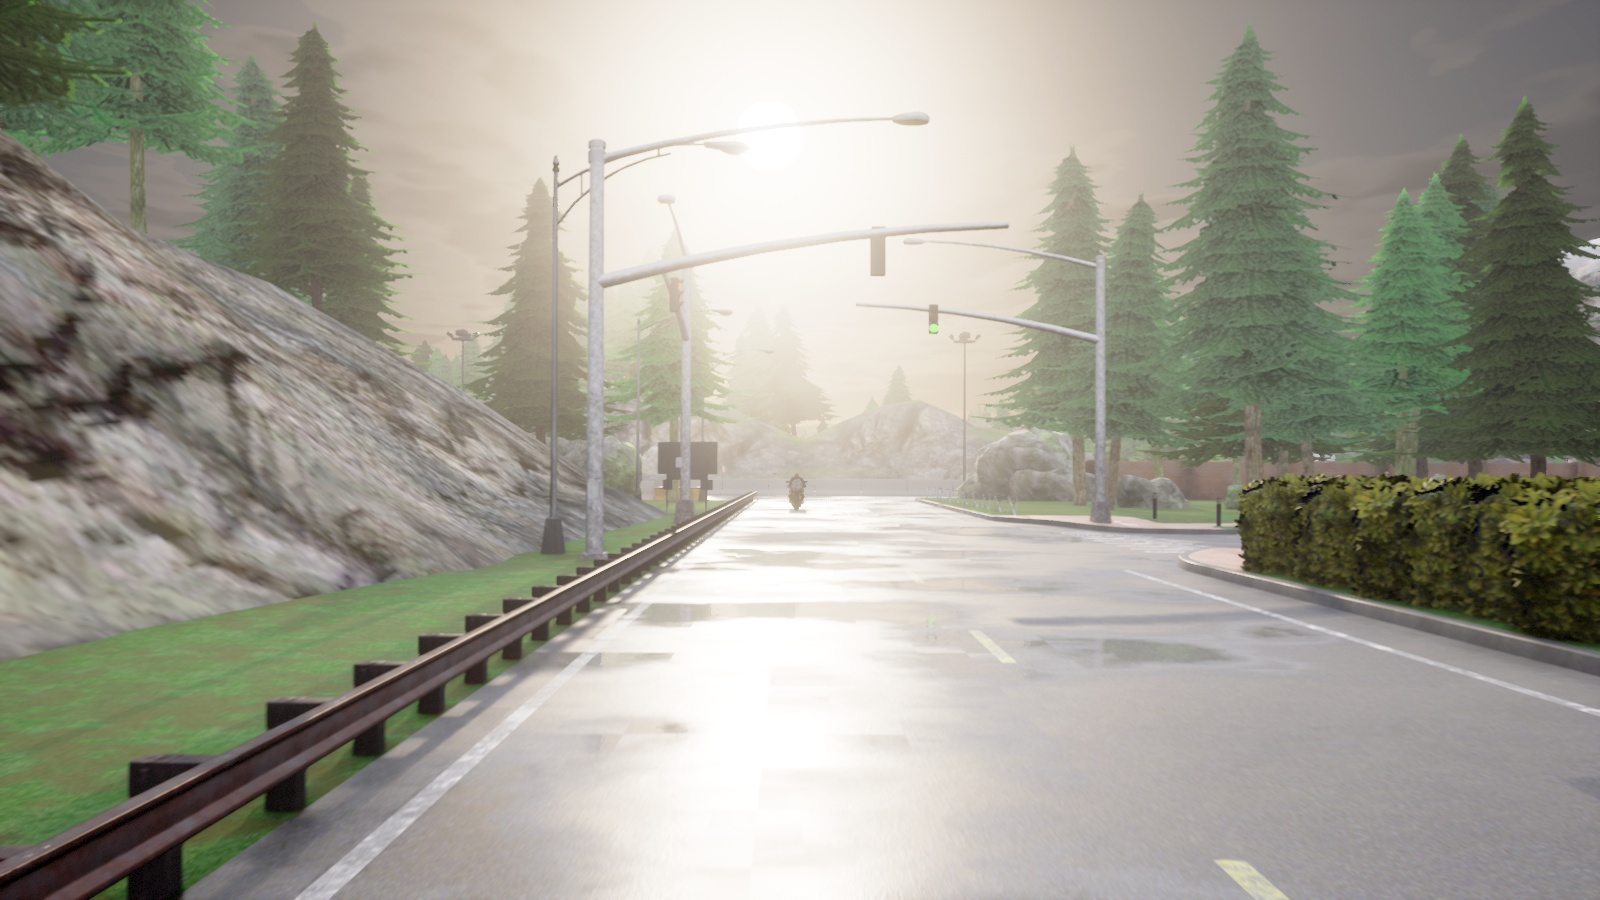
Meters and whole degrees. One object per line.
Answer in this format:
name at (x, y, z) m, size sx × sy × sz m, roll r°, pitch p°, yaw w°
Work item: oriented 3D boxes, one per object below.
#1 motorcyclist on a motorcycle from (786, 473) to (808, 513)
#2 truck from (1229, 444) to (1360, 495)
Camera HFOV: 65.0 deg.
motorcyclist on a motorcycle at (-0.120, 1.683, 49.755) m, size 0.866 × 1.530 × 2.191 m, roll 0°, pitch -1°, yaw 0°
truck at (34.190, 1.348, 87.017) m, size 7.936 × 3.462 × 2.891 m, roll 0°, pitch -1°, yaw -1°
